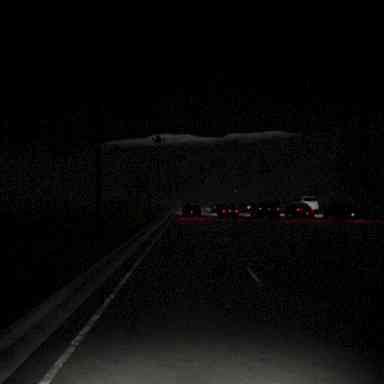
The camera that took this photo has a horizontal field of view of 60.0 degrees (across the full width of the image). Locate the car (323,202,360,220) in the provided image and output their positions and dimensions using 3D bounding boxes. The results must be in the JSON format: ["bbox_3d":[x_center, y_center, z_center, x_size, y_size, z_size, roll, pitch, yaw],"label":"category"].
[{"bbox_3d":[13.987,1.750,31.339,1.837,1.490,4.892,0,-1,0],"label":"car"}]

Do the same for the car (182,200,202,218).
[{"bbox_3d":[-0.023,1.758,33.859,2.128,1.511,4.902,0,0,0],"label":"car"}]

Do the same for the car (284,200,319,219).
[{"bbox_3d":[10.481,1.781,32.566,1.812,1.442,4.674,0,0,0],"label":"car"}]

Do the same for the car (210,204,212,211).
[{"bbox_3d":[3.429,1.942,43.417,1.895,1.301,4.718,0,0,0],"label":"car"}]

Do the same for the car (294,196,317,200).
[{"bbox_3d":[13.941,1.549,41.585,2.150,2.045,5.566,0,0,0],"label":"car"}]

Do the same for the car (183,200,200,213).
[{"bbox_3d":[-0.071,1.836,43.746,2.128,1.511,4.902,0,0,0],"label":"car"}]

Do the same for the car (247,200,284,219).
[{"bbox_3d":[6.981,1.605,32.187,2.097,1.767,4.553,0,0,0],"label":"car"}]

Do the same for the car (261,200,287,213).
[{"bbox_3d":[10.432,1.828,42.792,2.128,1.511,4.902,0,0,0],"label":"car"}]

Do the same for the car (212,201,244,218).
[{"bbox_3d":[3.478,1.806,32.898,2.033,1.411,5.357,0,0,0],"label":"car"}]

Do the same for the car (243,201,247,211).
[{"bbox_3d":[6.936,1.883,42.674,2.033,1.411,5.357,0,0,0],"label":"car"}]
